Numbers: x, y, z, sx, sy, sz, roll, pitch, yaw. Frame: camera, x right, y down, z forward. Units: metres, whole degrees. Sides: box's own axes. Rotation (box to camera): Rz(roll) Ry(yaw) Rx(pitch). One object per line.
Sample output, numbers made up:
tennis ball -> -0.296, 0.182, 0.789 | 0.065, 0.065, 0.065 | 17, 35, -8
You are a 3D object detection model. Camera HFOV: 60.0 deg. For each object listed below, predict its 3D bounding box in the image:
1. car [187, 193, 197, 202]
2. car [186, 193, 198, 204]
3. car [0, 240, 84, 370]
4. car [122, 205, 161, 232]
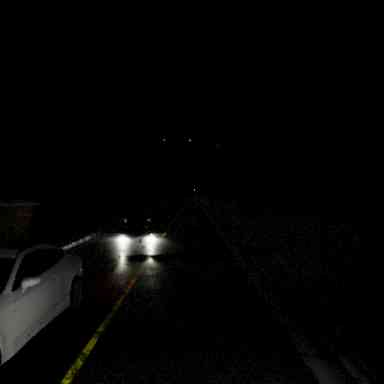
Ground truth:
car -> -0.019, 1.350, 80.680 | 2.150, 2.045, 5.566 | 0, 0, 0
car -> -0.016, 1.439, 70.257 | 2.150, 2.045, 5.566 | 0, 0, 0
car -> -3.086, 1.544, 5.064 | 1.812, 1.442, 4.674 | 0, 0, 0
car -> -3.070, 1.546, 20.860 | 1.882, 1.535, 5.008 | 0, 0, 0
